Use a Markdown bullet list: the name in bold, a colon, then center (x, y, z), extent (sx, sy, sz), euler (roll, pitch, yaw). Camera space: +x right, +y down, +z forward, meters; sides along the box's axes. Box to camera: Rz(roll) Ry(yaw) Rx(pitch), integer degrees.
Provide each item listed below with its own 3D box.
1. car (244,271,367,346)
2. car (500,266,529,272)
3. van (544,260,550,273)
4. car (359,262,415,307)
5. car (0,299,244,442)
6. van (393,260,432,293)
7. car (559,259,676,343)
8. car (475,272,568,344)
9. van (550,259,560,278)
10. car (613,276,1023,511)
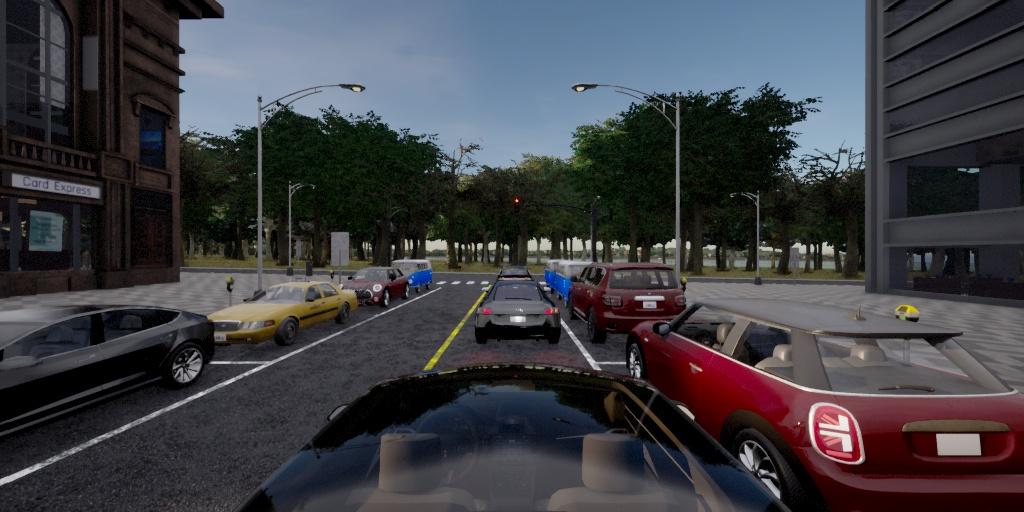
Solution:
- **car**: center (-5.749, 1.275, 9.441), extent (1.751, 1.417, 4.829), euler (0, 0, 0)
- **car**: center (0.132, 1.243, 18.525), extent (2.128, 1.511, 4.902), euler (0, 0, 0)
- **van**: center (2.797, 1.092, 20.470), extent (1.690, 1.789, 3.998), euler (0, 0, 0)
- **car**: center (-5.738, 1.190, 15.049), extent (1.967, 1.591, 4.097), euler (0, 0, 0)
- **car**: center (-5.759, 1.316, 4.174), extent (1.948, 1.339, 4.313), euler (0, 0, 0)
- **van**: center (-5.728, 1.092, 20.486), extent (1.690, 1.789, 3.998), euler (0, 0, 0)
- **car**: center (2.777, 1.065, 9.595), extent (2.192, 1.841, 5.009), euler (0, 0, 0)
- **car**: center (0.119, 1.314, 9.643), extent (1.994, 1.385, 4.181), euler (0, 0, 0)
- **van**: center (2.787, 1.092, 15.033), extent (1.690, 1.789, 3.998), euler (0, 0, 0)
- **car**: center (2.766, 1.190, 4.157), extent (1.967, 1.591, 4.097), euler (0, 0, 0)
